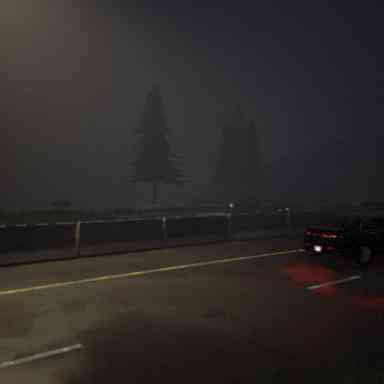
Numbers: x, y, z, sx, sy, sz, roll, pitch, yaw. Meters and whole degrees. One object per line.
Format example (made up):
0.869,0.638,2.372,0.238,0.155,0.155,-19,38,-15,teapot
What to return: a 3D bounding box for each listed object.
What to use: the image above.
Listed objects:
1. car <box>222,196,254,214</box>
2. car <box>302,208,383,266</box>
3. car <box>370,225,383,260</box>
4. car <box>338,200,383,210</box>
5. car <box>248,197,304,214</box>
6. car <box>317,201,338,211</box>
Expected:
5.392,1.330,35.421,4.553,1.767,2.097,0,0,-27,car
5.986,1.505,11.586,4.892,1.490,1.837,0,0,-31,car
6.954,1.552,8.139,5.357,1.411,2.033,0,0,-31,car
15.306,1.507,28.605,4.892,1.490,1.837,0,0,-25,car
8.647,1.533,33.201,5.357,1.411,2.033,0,0,-26,car
14.096,1.561,31.884,4.181,1.385,1.994,0,0,-25,car
